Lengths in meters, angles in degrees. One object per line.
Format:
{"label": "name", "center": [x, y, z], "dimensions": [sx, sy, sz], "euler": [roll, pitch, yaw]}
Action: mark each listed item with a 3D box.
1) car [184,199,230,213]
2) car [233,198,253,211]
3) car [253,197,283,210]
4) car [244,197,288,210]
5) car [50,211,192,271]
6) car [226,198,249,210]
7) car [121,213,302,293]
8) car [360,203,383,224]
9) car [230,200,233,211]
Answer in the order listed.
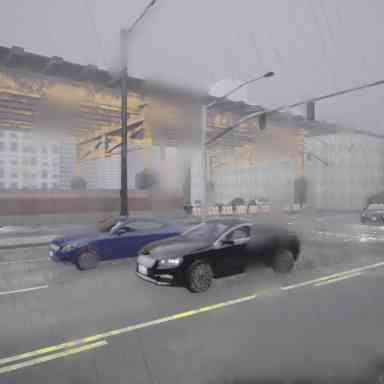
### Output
{"label": "car", "center": [1.471, 1.295, 35.245], "dimensions": [4.536, 1.218, 1.853], "euler": [0, 0, 8]}
{"label": "car", "center": [5.269, 1.453, 37.920], "dimensions": [2.038, 1.542, 4.974], "euler": [0, 0, 18]}
{"label": "car", "center": [9.131, 1.295, 41.670], "dimensions": [4.536, 1.218, 1.853], "euler": [0, 0, -7]}
{"label": "car", "center": [9.183, 1.453, 41.677], "dimensions": [4.974, 1.542, 2.038], "euler": [0, 0, -7]}
{"label": "car", "center": [-2.190, 1.526, 11.025], "dimensions": [4.674, 1.442, 1.812], "euler": [0, 0, -35]}
{"label": "car", "center": [5.285, 1.295, 37.970], "dimensions": [1.853, 1.218, 4.536], "euler": [0, 0, 18]}
{"label": "car", "center": [0.889, 1.491, 8.928], "dimensions": [4.902, 1.511, 2.128], "euler": [0, 0, -36]}
{"label": "car", "center": [13.608, 1.526, 24.125], "dimensions": [1.812, 1.442, 4.674], "euler": [0, 0, 38]}
{"label": "car", "center": [1.522, 1.453, 35.238], "dimensions": [4.974, 1.542, 2.038], "euler": [0, 0, 8]}
